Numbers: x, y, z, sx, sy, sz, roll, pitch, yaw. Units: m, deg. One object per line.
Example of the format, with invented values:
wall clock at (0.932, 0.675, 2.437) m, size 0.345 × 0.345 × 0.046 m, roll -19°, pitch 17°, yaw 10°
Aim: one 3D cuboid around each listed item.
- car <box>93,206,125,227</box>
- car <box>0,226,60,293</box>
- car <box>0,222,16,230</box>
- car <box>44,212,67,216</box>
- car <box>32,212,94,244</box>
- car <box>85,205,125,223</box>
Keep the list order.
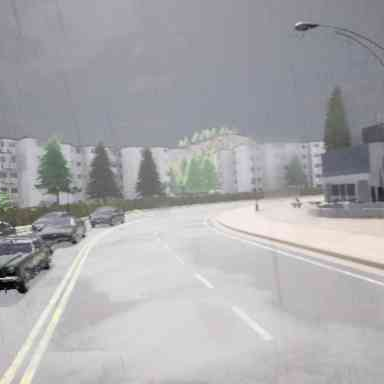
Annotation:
car at (-7.363, 2.187, 29.453) m, size 1.837 × 1.490 × 4.892 m, roll -4°, pitch 0°, yaw 6°
car at (-5.447, 2.021, 9.857) m, size 1.895 × 1.301 × 4.718 m, roll -4°, pitch 0°, yaw -12°
car at (-10.261, 2.282, 16.467) m, size 1.837 × 1.490 × 4.892 m, roll -4°, pitch 0°, yaw -9°
car at (-11.023, 2.391, 26.804) m, size 2.128 × 1.511 × 4.902 m, roll -4°, pitch 0°, yaw 3°
car at (-7.331, 2.156, 19.315) m, size 2.033 × 1.411 × 5.357 m, roll -4°, pitch 0°, yaw -9°
car at (-9.603, 2.372, 37.149) m, size 2.128 × 1.511 × 4.902 m, roll -4°, pitch 0°, yaw 14°
